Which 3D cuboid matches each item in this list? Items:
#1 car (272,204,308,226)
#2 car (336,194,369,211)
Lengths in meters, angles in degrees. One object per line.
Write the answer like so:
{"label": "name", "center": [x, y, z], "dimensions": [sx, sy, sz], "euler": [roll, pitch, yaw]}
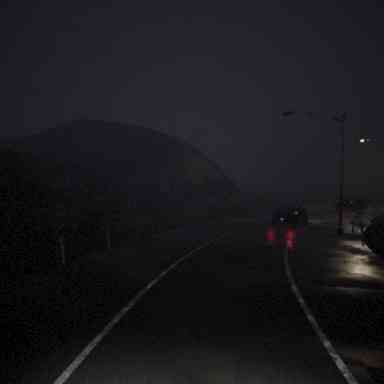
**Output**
{"label": "car", "center": [7.420, 1.657, 25.049], "dimensions": [1.812, 1.442, 4.674], "euler": [2, 2, 30]}
{"label": "car", "center": [17.949, 1.056, 37.065], "dimensions": [4.553, 1.767, 2.097], "euler": [-3, 5, -41]}
